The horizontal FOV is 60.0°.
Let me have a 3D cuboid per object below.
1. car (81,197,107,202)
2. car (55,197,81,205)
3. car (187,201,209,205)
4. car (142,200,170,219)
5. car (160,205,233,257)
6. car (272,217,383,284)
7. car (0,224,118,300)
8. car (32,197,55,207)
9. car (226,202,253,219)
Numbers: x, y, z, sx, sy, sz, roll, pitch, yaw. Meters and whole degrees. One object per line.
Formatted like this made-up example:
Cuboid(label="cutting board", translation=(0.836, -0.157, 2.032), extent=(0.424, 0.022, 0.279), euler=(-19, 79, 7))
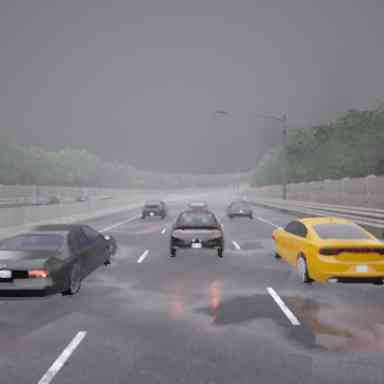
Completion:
Cuboid(label="car", translation=(-13.119, 1.404, 46.088), extent=(1.882, 1.535, 5.008), euler=(0, 0, 3))
Cuboid(label="car", translation=(-16.612, 1.398, 46.281), extent=(1.882, 1.535, 5.008), euler=(0, 0, 3))
Cuboid(label="car", translation=(0.489, 1.473, 28.960), extent=(1.812, 1.442, 4.674), euler=(0, 0, 2))
Cuboid(label="car", translation=(-3.033, 1.449, 28.080), extent=(1.837, 1.490, 4.892), euler=(0, 0, 2))
Cuboid(label="car", translation=(0.184, 1.460, 12.869), extent=(2.128, 1.511, 4.902), euler=(0, 0, 1))
Cuboid(label="car", translation=(3.634, 1.455, 9.519), extent=(1.882, 1.535, 5.008), euler=(0, 0, 1))
Cuboid(label="car", translation=(-3.379, 1.523, 8.527), extent=(2.033, 1.411, 5.357), euler=(0, 0, 1))
Cuboid(label="car", translation=(-20.106, 1.456, 46.471), extent=(2.033, 1.411, 5.357), euler=(0, 0, 3))
Cuboid(label="car", translation=(3.983, 1.515, 28.587), extent=(1.994, 1.385, 4.181), euler=(0, 0, 2))
